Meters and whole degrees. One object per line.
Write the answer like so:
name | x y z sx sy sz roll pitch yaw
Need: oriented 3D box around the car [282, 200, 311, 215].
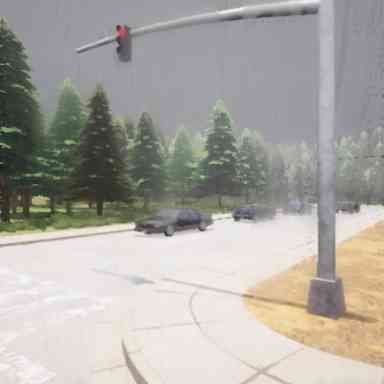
car | 11.058 1.572 34.816 1.812 1.442 4.674 0 0 37

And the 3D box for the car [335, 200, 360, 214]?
car | 17.180 1.588 36.889 2.033 1.411 5.357 0 0 37

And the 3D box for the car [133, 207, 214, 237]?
car | -0.830 1.593 18.822 2.033 1.411 5.357 0 0 37

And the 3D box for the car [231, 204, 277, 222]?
car | 5.042 1.647 26.734 1.895 1.301 4.718 0 0 37
